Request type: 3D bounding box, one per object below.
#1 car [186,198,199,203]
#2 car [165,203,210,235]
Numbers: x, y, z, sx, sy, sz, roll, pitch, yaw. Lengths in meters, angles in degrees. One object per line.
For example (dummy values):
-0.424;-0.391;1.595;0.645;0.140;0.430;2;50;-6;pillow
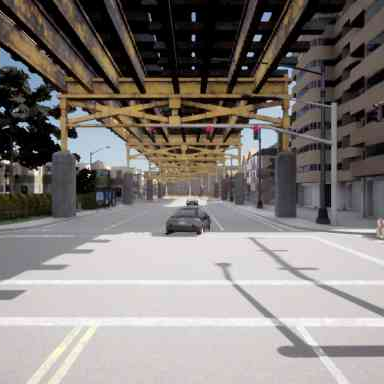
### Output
0.053;1.601;52.214;1.895;1.301;4.718;0;0;0;car
-0.160;1.564;18.981;1.994;1.385;4.181;0;0;10;car
